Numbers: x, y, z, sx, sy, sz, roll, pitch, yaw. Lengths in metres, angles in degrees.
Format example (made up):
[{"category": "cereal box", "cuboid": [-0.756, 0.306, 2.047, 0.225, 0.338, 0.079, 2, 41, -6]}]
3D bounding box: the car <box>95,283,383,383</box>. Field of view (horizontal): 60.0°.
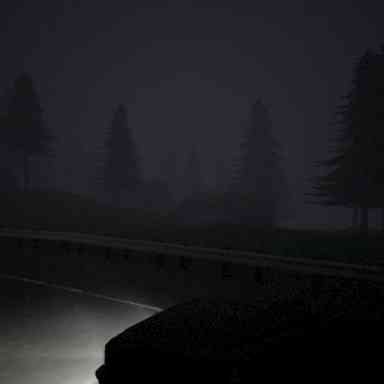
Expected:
[{"category": "car", "cuboid": [1.653, 1.537, 2.599, 5.357, 1.411, 2.033, 0, 0, 34]}]
